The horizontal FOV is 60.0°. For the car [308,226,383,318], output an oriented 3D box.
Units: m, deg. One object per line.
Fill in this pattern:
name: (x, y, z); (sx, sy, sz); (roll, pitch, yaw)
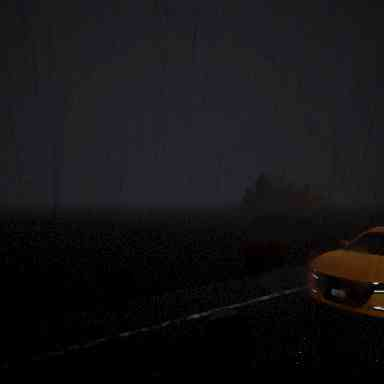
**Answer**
car: (4.599, 1.515, 7.286); (5.008, 1.535, 1.882); (0, 0, -36)
